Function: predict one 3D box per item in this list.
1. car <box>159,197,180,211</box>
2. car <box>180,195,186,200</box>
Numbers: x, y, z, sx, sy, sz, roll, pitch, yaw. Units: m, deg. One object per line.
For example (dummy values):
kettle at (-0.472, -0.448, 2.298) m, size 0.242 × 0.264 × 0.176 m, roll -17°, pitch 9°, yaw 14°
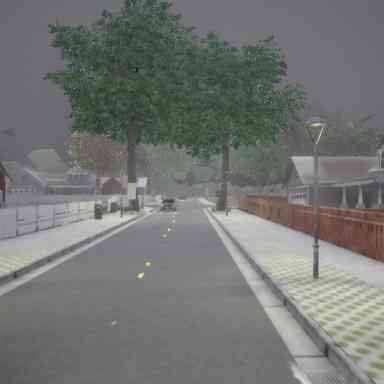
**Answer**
car at (-2.750, 1.554, 39.672) m, size 1.837 × 1.490 × 4.892 m, roll 0°, pitch 0°, yaw 0°
car at (-2.750, 1.616, 94.742) m, size 2.033 × 1.411 × 5.357 m, roll 0°, pitch 0°, yaw 0°
